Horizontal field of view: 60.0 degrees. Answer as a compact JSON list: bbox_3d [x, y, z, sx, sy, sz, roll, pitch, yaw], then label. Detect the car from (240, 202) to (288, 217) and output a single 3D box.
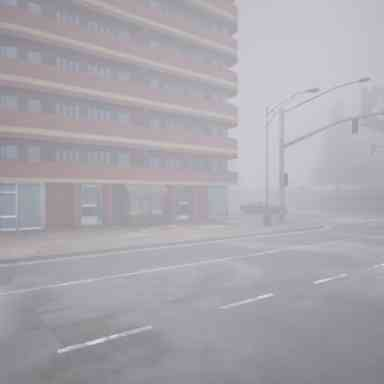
[{"bbox_3d":[6.899,1.601,32.083,1.895,1.301,4.718,0,0,-36],"label":"car"}]
